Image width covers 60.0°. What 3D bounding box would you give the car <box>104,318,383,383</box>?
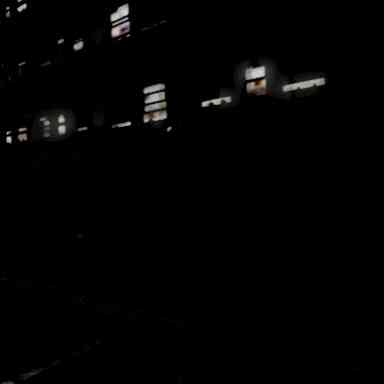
[{"bbox_3d":[1.193,1.567,2.030,4.313,1.339,1.947,0,0,35],"label":"car"}]
